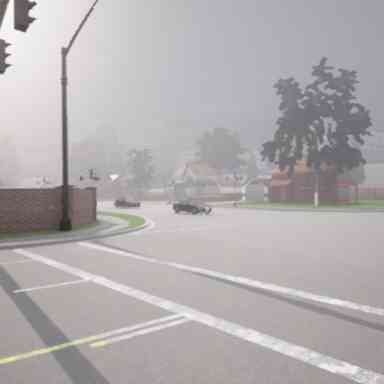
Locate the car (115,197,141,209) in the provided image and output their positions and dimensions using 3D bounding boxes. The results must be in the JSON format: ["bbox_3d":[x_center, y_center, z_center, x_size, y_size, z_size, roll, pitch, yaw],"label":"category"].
[{"bbox_3d":[-8.559,1.393,44.160,1.882,1.535,5.008,-1,1,-37],"label":"car"}]

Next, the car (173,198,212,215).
[{"bbox_3d":[-0.017,1.399,32.801,2.128,1.511,4.902,-1,0,-37],"label":"car"}]
